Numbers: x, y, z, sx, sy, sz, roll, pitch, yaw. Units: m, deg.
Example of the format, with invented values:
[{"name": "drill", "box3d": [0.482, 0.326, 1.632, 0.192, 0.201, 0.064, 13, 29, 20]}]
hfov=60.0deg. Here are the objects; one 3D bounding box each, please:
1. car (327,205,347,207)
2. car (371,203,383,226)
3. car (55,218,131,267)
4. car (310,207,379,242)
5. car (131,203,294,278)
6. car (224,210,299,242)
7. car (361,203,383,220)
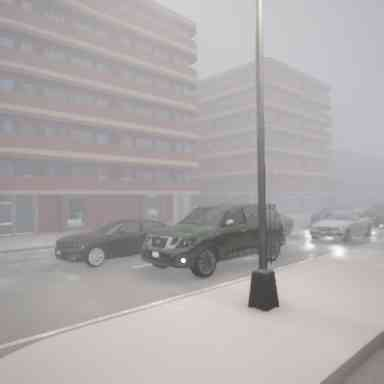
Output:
[{"name": "car", "box3d": [10.882, 1.788, 25.290, 5.008, 1.535, 1.882, 0, -1, -43]}, {"name": "car", "box3d": [14.891, 1.742, 24.240, 4.892, 1.490, 1.837, 0, -1, -43]}, {"name": "car", "box3d": [-2.592, 1.747, 12.754, 5.008, 1.535, 1.882, 0, -1, -43]}, {"name": "car", "box3d": [8.139, 1.742, 17.937, 4.674, 1.442, 1.812, 0, -1, -43]}, {"name": "car", "box3d": [0.989, 1.416, 11.283, 5.566, 2.045, 2.150, 0, -1, -43]}, {"name": "car", "box3d": [4.053, 1.815, 18.918, 4.674, 1.442, 1.812, 0, -1, -43]}, {"name": "car", "box3d": [18.329, 1.837, 32.198, 4.892, 1.490, 1.837, 0, -1, -43]}]
